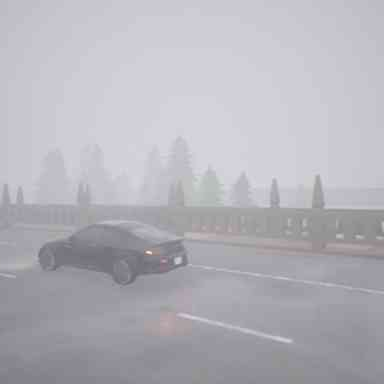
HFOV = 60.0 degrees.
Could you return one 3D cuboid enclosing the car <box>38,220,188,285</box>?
[{"bbox_3d":[-2.315,1.541,9.426,4.674,1.442,1.812,0,0,31],"label":"car"}]
